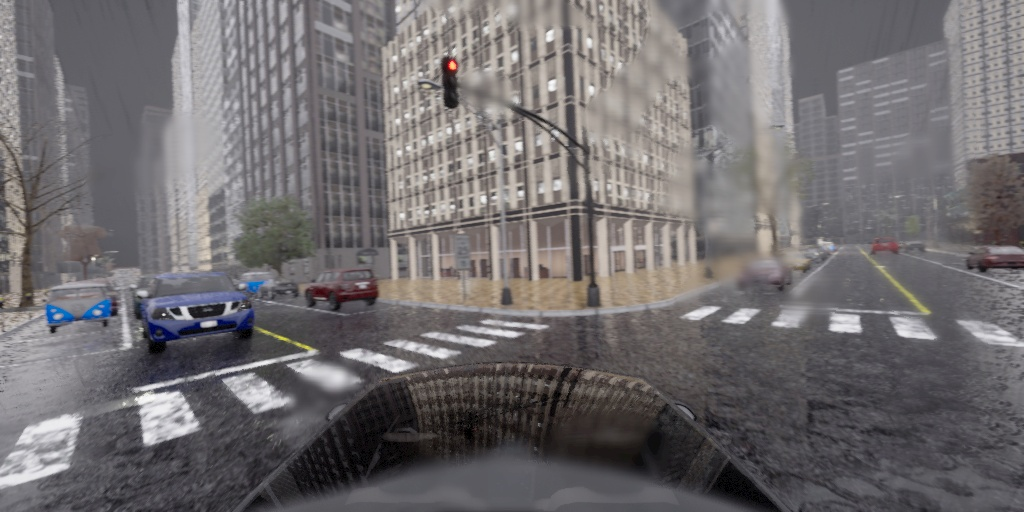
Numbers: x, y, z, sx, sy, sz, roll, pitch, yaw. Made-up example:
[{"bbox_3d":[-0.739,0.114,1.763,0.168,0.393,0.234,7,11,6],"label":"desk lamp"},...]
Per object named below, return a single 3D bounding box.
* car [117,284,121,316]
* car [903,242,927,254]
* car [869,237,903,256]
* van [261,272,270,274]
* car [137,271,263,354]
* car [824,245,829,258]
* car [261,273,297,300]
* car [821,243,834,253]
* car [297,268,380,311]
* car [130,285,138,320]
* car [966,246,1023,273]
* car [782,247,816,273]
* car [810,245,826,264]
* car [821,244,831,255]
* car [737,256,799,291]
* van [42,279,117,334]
[{"bbox_3d":[-21.685,2.212,18.471,5.009,1.841,2.192,0,0,42],"label":"car"},{"bbox_3d":[47.994,-0.995,42.749,2.007,1.370,4.403,0,0,43],"label":"car"},{"bbox_3d":[43.291,-1.110,41.699,2.150,2.045,5.566,-2,0,43],"label":"car"},{"bbox_3d":[-20.229,2.190,28.497,3.998,1.789,1.690,0,0,42],"label":"van"},{"bbox_3d":[-9.837,1.504,11.086,5.566,2.045,2.150,-3,0,42],"label":"car"},{"bbox_3d":[30.512,-0.173,36.405,1.948,1.339,4.313,0,0,43],"label":"car"},{"bbox_3d":[-16.031,2.180,24.651,4.403,1.370,2.007,0,0,42],"label":"car"},{"bbox_3d":[41.902,-0.699,48.499,1.802,1.307,4.207,0,0,43],"label":"car"},{"bbox_3d":[-8.360,1.541,17.623,5.009,1.841,2.192,0,0,42],"label":"car"},{"bbox_3d":[-17.583,1.912,18.179,5.566,2.045,2.150,-3,0,42],"label":"car"},{"bbox_3d":[25.213,0.130,18.563,1.802,1.307,4.207,0,0,43],"label":"car"},{"bbox_3d":[19.005,0.338,24.189,1.751,1.417,4.829,0,0,43],"label":"car"},{"bbox_3d":[26.715,-0.005,32.374,2.007,1.370,4.403,0,0,43],"label":"car"},{"bbox_3d":[34.309,-0.355,40.437,1.948,1.339,4.313,0,0,43],"label":"car"},{"bbox_3d":[11.528,0.763,16.250,1.802,1.307,4.207,0,0,43],"label":"car"},{"bbox_3d":[-17.488,2.018,14.626,3.998,1.789,1.690,0,0,42],"label":"van"}]
